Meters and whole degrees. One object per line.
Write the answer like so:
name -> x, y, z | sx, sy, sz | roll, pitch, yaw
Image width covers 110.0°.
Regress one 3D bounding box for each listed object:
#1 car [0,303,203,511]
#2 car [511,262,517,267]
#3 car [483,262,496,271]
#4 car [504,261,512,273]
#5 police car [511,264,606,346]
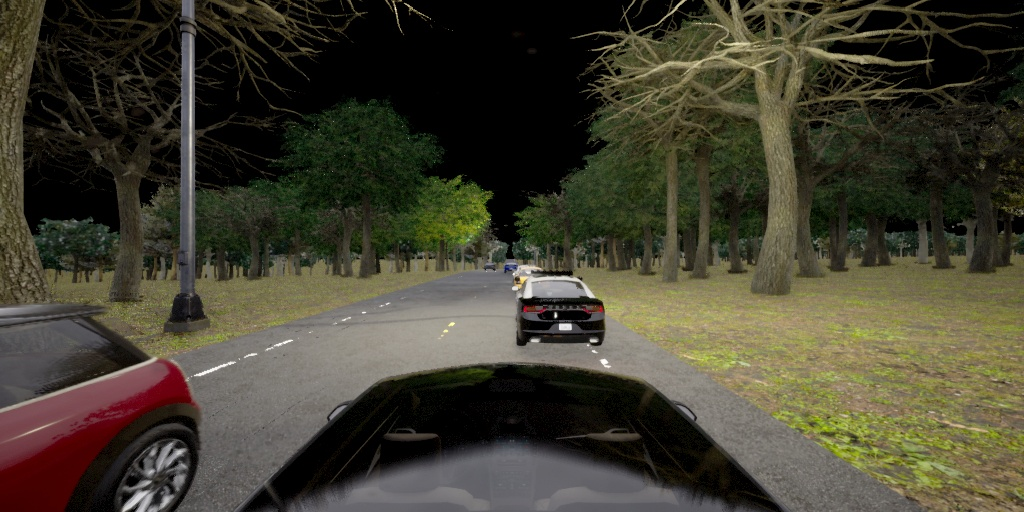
car -> -3.597, 1.102, 0.989 | 2.097, 1.767, 4.553 | 0, 0, 0
car -> 1.015, 1.255, 19.659 | 1.801, 1.575, 5.366 | 0, 0, 0
car -> -3.613, 1.754, 58.303 | 2.033, 1.411, 5.357 | 0, -1, 0
car -> -0.066, 1.508, 48.892 | 1.882, 1.535, 5.008 | 0, -1, 0
police car -> 1.036, 1.185, 9.576 | 1.930, 1.638, 5.238 | 0, 0, 0
